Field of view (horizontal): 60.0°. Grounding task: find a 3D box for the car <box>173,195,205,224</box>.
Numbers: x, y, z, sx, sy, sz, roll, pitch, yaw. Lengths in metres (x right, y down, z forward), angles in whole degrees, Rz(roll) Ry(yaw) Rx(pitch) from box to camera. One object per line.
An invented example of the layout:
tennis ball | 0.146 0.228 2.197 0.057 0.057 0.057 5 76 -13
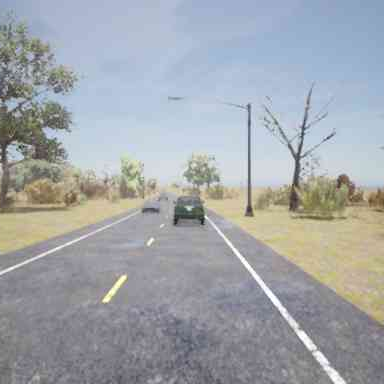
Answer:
car | -0.241 1.220 24.590 2.150 2.045 5.566 0 0 -1

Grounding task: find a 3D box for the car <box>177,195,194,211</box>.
car | -0.848 1.333 42.076 2.097 1.767 4.553 0 0 -2

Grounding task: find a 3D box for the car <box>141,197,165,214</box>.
car | -4.275 1.538 35.566 2.033 1.411 5.357 0 0 -2

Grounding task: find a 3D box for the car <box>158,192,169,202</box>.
car | -6.503 1.115 76.131 2.150 2.045 5.566 0 0 -4
